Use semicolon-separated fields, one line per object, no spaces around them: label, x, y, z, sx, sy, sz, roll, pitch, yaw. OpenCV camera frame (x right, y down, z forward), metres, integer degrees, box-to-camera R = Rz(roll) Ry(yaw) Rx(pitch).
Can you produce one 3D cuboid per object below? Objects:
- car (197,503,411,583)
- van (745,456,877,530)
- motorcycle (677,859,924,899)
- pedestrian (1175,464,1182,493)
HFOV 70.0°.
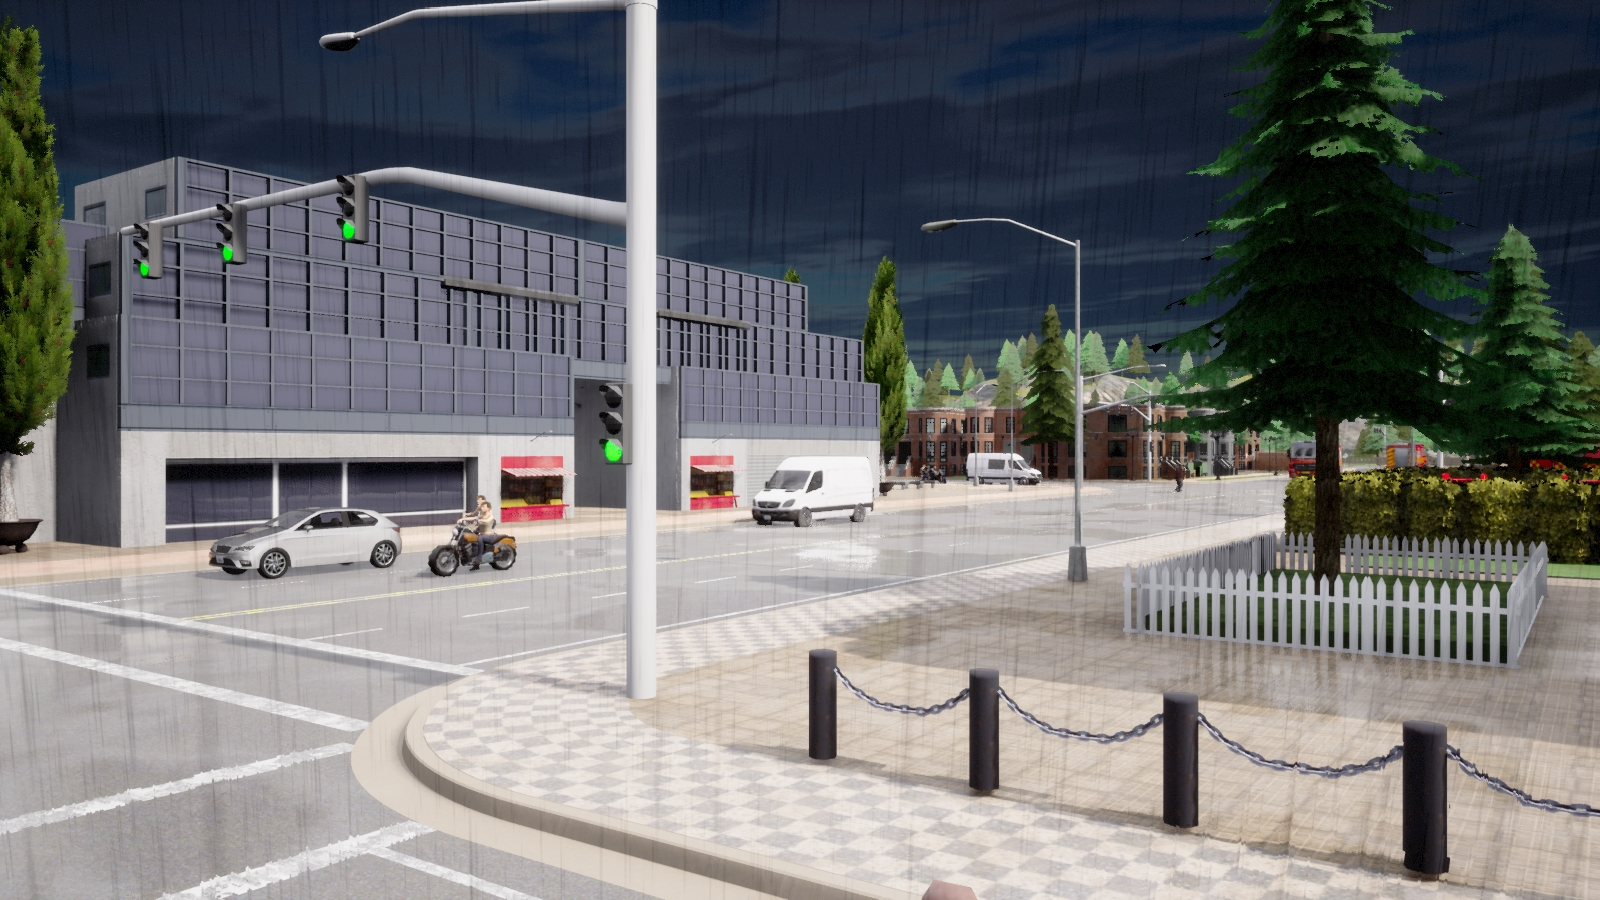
car;-11.323;2.066;26.349;1.816;1.474;4.193;0;0;35
van;0.523;1.534;43.159;1.988;2.561;5.915;0;0;35
motorcycle;0.509;2.205;3.428;2.209;1.251;0.867;0;0;35
pedestrian;24.366;1.848;73.532;0.375;1.860;0.375;0;0;31
